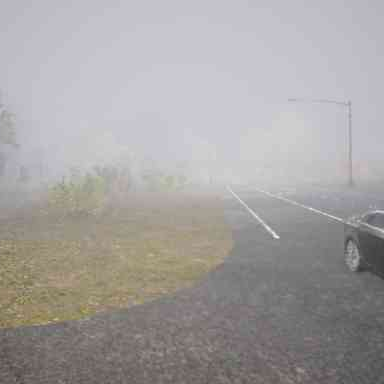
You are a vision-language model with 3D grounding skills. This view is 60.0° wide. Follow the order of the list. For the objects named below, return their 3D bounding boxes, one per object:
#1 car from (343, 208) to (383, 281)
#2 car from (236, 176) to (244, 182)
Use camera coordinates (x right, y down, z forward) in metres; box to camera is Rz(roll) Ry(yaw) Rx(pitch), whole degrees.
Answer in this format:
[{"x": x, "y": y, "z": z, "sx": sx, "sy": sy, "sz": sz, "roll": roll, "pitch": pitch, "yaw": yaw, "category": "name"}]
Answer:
[{"x": 4.239, "y": 1.041, "z": 5.698, "sx": 2.128, "sy": 1.511, "sz": 4.902, "roll": -2, "pitch": 3, "yaw": 4, "category": "car"}, {"x": 11.838, "y": -3.290, "z": 82.468, "sx": 2.128, "sy": 1.511, "sz": 4.902, "roll": -2, "pitch": 3, "yaw": 10, "category": "car"}]
